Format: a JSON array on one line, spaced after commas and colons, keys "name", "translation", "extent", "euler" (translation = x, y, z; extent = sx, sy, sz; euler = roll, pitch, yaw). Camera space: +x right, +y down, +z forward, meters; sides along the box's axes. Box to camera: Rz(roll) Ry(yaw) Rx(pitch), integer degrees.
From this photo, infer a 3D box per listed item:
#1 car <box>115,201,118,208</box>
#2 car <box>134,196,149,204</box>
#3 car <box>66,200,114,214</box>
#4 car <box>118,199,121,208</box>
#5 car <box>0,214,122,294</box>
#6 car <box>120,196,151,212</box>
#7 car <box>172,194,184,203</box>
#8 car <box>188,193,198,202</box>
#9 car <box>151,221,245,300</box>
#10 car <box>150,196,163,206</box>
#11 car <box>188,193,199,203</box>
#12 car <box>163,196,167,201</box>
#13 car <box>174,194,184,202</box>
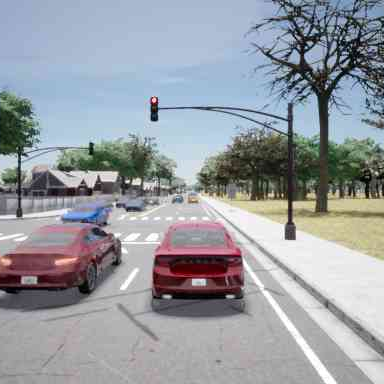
[{"name": "car", "translation": [-9.786, 1.541, 36.146], "extent": [2.033, 1.411, 5.357], "euler": [0, 0, -3]}, {"name": "car", "translation": [-9.609, 1.523, 64.213], "extent": [2.033, 1.411, 5.357], "euler": [0, 0, 1]}, {"name": "car", "translation": [-6.548, 1.482, 20.820], "extent": [1.882, 1.535, 5.008], "euler": [0, 0, 0]}, {"name": "car", "translation": [-9.716, 1.535, 48.569], "extent": [2.033, 1.411, 5.357], "euler": [0, 0, 0]}, {"name": "car", "translation": [-3.127, 1.525, 8.682], "extent": [1.812, 1.442, 4.674], "euler": [0, 0, 0]}, {"name": "car", "translation": [-6.495, 1.541, 38.849], "extent": [2.033, 1.411, 5.357], "euler": [0, 0, 0]}, {"name": "car", "translation": [-2.969, 1.500, 66.306], "extent": [1.812, 1.442, 4.674], "euler": [0, 0, 0]}, {"name": "car", "translation": [0.206, 1.191, 76.298], "extent": [2.150, 2.045, 5.566], "euler": [0, 0, 0]}, {"name": "car", "translation": [0.120, 1.477, 8.470], "extent": [1.882, 1.535, 5.008], "euler": [0, 0, 0]}, {"name": "car", "translation": [-6.442, 1.475, 54.613], "extent": [2.128, 1.511, 4.902], "euler": [0, 0, 0]}, {"name": "car", "translation": [0.276, 1.452, 65.897], "extent": [1.882, 1.535, 5.008], "euler": [0, 0, 0]}, {"name": "car", "translation": [-6.311, 1.479, 70.184], "extent": [1.812, 1.442, 4.674], "euler": [0, 0, 0]}, {"name": "car", "translation": [-3.044, 1.321, 76.271], "extent": [2.097, 1.767, 4.553], "euler": [0, 0, 0]}]
